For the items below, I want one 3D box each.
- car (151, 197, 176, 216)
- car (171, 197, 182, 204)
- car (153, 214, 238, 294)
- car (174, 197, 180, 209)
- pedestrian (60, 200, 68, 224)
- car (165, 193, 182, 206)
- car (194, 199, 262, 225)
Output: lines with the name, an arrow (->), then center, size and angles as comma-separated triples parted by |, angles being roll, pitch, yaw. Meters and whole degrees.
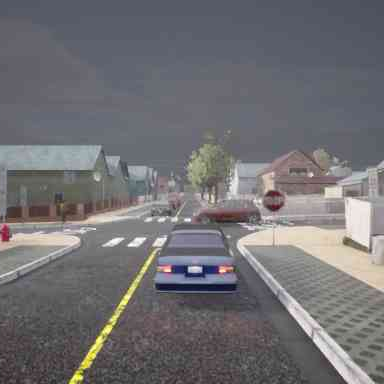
car -> -2.882, 1.528, 32.706 | 1.812, 1.442, 4.674 | 0, 0, 0
car -> -2.895, 1.594, 62.656 | 1.895, 1.301, 4.718 | 0, 0, 0
car -> 0.122, 1.550, 8.953 | 2.033, 1.411, 5.357 | 0, 0, 1
car -> -2.906, 1.602, 41.762 | 1.895, 1.301, 4.718 | 0, 0, 0
pedestrian -> -9.728, 1.462, 25.208 | 0.375, 1.860, 0.375 | 0, 0, 0
car -> -2.928, 1.220, 52.516 | 2.150, 2.045, 5.566 | 0, 0, 0
car -> 2.290, 1.309, 22.362 | 4.553, 1.767, 2.097 | -2, 0, 0
